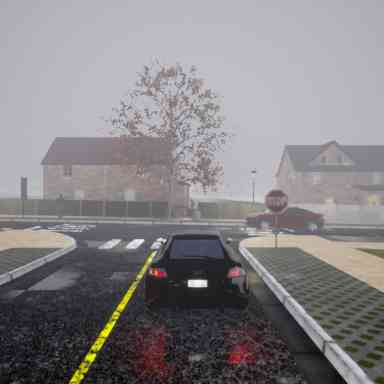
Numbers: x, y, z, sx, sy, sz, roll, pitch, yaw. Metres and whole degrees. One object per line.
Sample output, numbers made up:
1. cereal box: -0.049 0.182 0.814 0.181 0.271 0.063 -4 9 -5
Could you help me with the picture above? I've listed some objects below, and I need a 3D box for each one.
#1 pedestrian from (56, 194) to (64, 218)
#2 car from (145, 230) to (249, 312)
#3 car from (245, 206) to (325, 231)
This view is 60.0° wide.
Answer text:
1. pedestrian: -9.742 1.021 24.640 0.375 1.860 0.375 0 -2 0
2. car: 0.076 1.565 7.807 1.994 1.385 4.181 0 0 -1
3. car: 5.951 1.665 21.482 5.008 1.535 1.882 1 -1 -5
